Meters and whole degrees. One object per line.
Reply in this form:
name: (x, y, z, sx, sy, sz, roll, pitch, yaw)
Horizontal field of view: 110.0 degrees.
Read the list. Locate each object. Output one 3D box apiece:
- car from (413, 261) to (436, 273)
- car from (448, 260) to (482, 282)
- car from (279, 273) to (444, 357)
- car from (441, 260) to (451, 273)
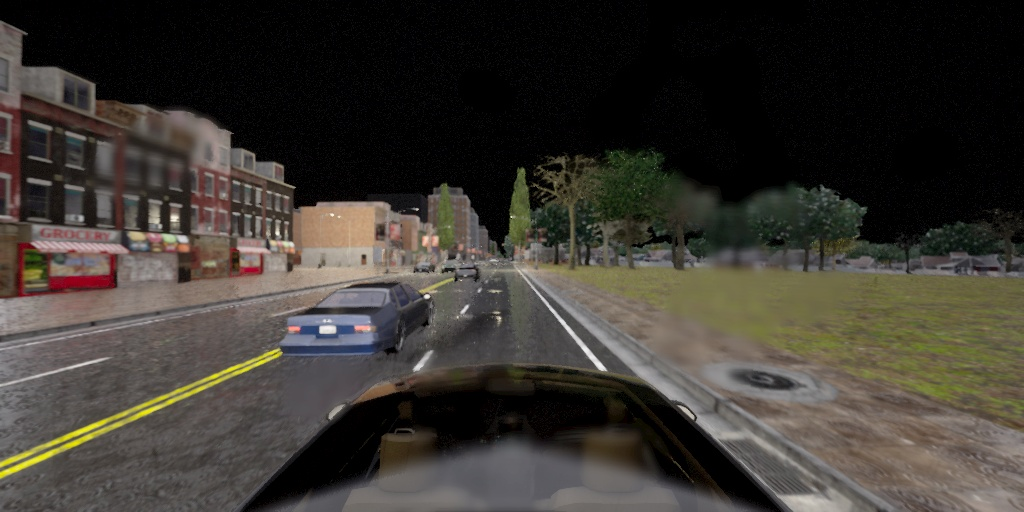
car: (-10.348, 1.378, 42.741, 1.882, 1.535, 5.008, 0, 0, -1)
car: (-3.544, 1.280, 29.322, 2.128, 1.511, 4.902, 0, 0, -1)
car: (-3.229, 1.327, 8.721, 2.033, 1.411, 5.357, 0, 0, -1)
car: (-7.100, 1.241, 42.822, 2.097, 1.767, 4.553, 0, 0, -1)
